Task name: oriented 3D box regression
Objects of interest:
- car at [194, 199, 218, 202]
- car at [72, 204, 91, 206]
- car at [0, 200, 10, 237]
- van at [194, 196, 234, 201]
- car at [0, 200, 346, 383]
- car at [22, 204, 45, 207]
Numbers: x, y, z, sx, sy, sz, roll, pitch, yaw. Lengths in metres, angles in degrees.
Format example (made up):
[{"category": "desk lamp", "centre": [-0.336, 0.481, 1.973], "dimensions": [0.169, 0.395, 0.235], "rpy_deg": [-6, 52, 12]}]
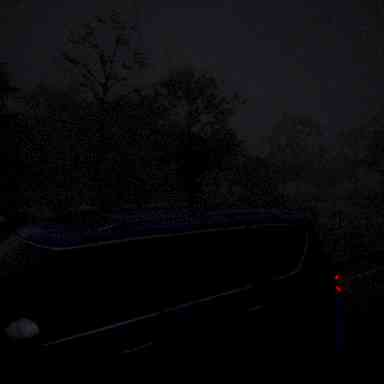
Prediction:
[{"category": "car", "centre": [-0.377, 1.564, 26.513], "dimensions": [2.163, 1.488, 4.792], "rpy_deg": [0, 0, -36]}, {"category": "car", "centre": [-7.128, 1.530, 21.638], "dimensions": [2.231, 1.521, 4.892], "rpy_deg": [0, 0, -36]}, {"category": "car", "centre": [-11.663, 1.401, 18.438], "dimensions": [2.185, 1.767, 4.553], "rpy_deg": [0, 0, -36]}, {"category": "van", "centre": [1.963, 1.310, 28.008], "dimensions": [1.878, 1.987, 4.442], "rpy_deg": [0, 0, -36]}, {"category": "car", "centre": [-0.846, 1.217, 3.082], "dimensions": [5.566, 2.045, 2.150], "rpy_deg": [0, 0, -35]}, {"category": "car", "centre": [-9.391, 1.528, 20.033], "dimensions": [2.097, 1.535, 5.008], "rpy_deg": [0, 0, -36]}]
